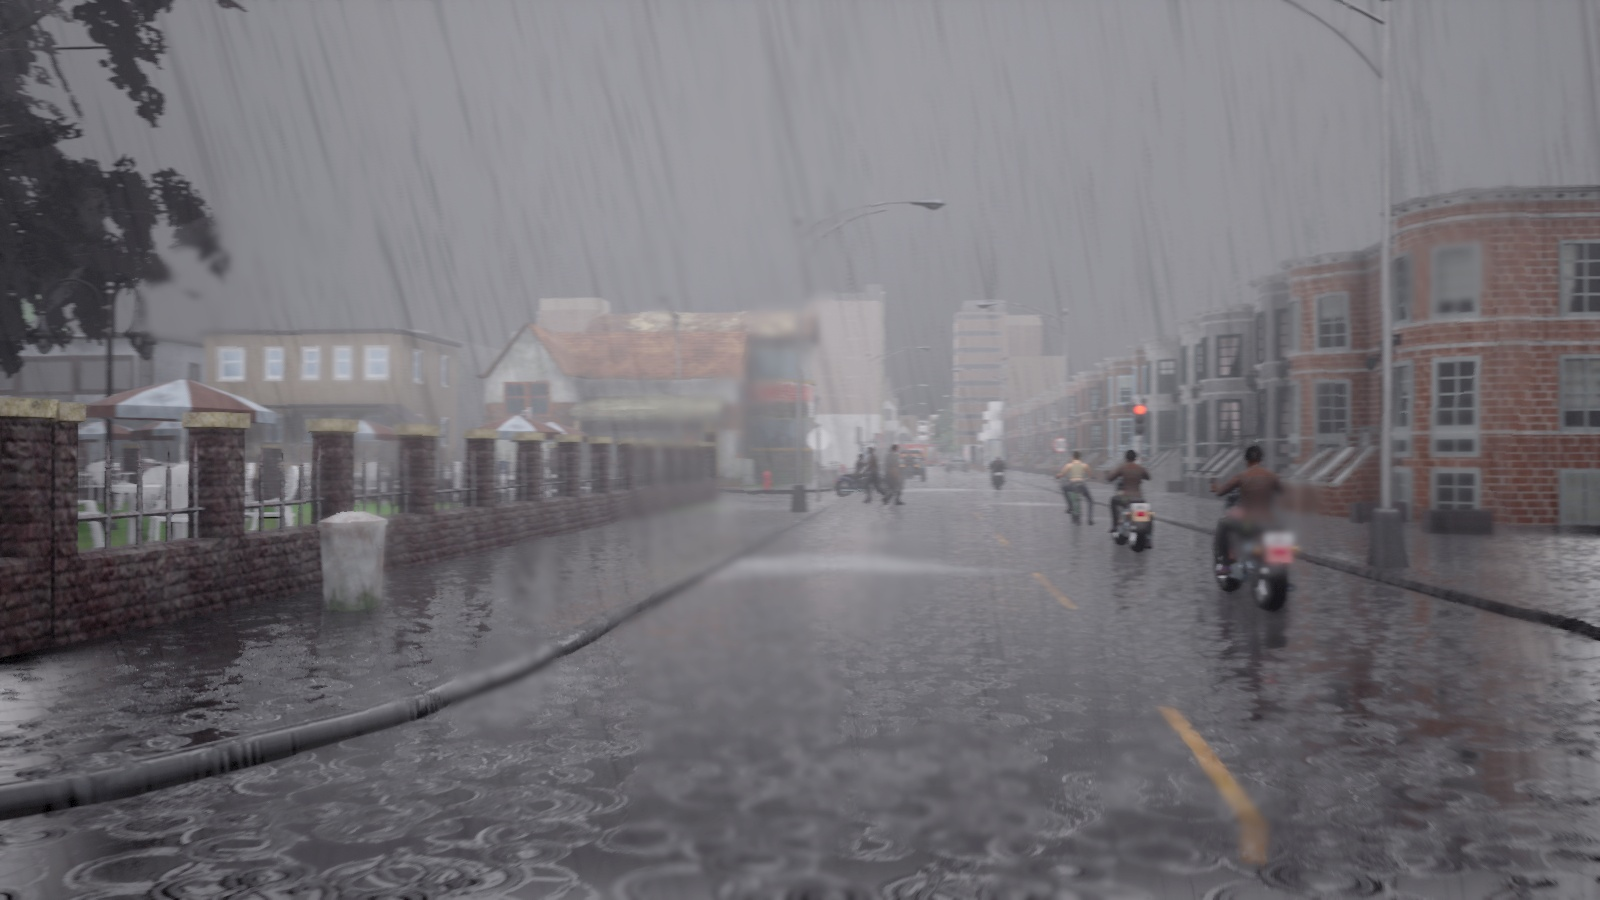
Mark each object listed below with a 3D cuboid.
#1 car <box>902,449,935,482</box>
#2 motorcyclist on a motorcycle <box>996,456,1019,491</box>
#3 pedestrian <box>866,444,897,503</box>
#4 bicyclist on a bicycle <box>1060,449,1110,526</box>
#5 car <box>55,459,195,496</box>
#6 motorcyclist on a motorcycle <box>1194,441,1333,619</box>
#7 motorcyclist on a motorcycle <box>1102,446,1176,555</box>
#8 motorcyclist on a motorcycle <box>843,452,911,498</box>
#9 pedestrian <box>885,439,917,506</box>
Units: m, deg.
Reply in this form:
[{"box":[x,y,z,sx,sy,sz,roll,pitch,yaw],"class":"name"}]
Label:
[{"box":[7.074,0.890,74.650,1.905,1.878,3.866,0,0,6],"class":"car"},{"box":[9.204,1.026,55.852,0.866,1.530,2.191,0,0,6],"class":"motorcyclist on a motorcycle"},{"box":[2.518,0.731,38.794,0.869,1.805,0.328,0,0,17],"class":"pedestrian"},{"box":[6.126,0.794,27.053,0.866,1.612,1.509,0,0,6],"class":"bicyclist on a bicycle"},{"box":[-28.235,1.130,52.619,4.792,1.488,2.163,0,0,6],"class":"car"},{"box":[4.669,0.740,12.835,0.766,1.649,2.350,0,0,6],"class":"motorcyclist on a motorcycle"},{"box":[5.427,0.776,20.226,0.766,1.649,2.350,0,0,6],"class":"motorcyclist on a motorcycle"},{"box":[2.809,0.918,45.959,2.350,1.649,0.766,0,-1,-8],"class":"motorcyclist on a motorcycle"},{"box":[2.967,0.665,36.962,0.873,1.952,0.659,0,0,-1],"class":"pedestrian"}]
